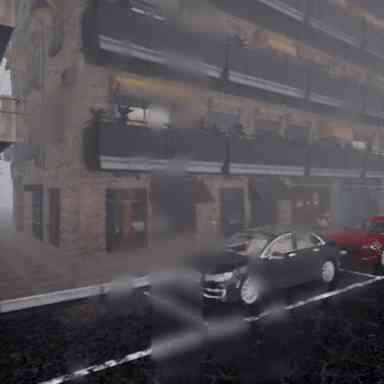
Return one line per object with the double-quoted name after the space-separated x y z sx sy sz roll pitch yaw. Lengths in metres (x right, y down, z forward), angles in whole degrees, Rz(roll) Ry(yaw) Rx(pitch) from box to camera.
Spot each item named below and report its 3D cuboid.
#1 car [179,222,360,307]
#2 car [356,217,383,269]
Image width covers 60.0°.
1.740 1.530 7.807 4.403 1.369 2.008 0 0 -36 "car"
6.238 1.505 11.017 4.507 1.381 1.887 0 0 -36 "car"
